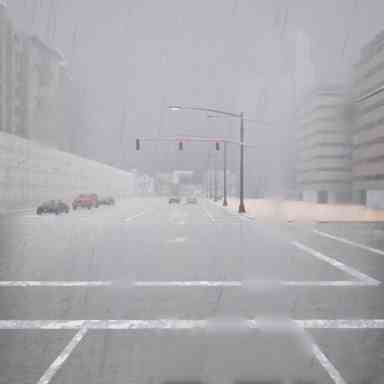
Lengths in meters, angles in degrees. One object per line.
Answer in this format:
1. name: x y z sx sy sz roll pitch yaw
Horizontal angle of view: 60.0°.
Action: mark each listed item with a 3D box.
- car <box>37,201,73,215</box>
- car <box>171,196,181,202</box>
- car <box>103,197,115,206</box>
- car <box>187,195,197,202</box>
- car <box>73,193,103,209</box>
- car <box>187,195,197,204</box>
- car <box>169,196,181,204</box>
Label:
1. car: -14.114 1.564 33.961 1.994 1.385 4.181 0 0 0
2. car: -3.543 1.595 74.448 1.895 1.301 4.718 0 0 0
3. car: -14.104 1.547 55.021 2.033 1.411 5.357 0 0 0
4. car: -0.043 1.427 73.631 2.033 1.411 5.357 0 0 0
5. car: -14.113 1.221 44.496 2.150 2.045 5.566 0 0 0
6. car: -0.037 1.477 63.212 1.882 1.535 5.008 0 0 0
7. car: -3.450 1.525 64.212 1.812 1.442 4.674 0 0 0
